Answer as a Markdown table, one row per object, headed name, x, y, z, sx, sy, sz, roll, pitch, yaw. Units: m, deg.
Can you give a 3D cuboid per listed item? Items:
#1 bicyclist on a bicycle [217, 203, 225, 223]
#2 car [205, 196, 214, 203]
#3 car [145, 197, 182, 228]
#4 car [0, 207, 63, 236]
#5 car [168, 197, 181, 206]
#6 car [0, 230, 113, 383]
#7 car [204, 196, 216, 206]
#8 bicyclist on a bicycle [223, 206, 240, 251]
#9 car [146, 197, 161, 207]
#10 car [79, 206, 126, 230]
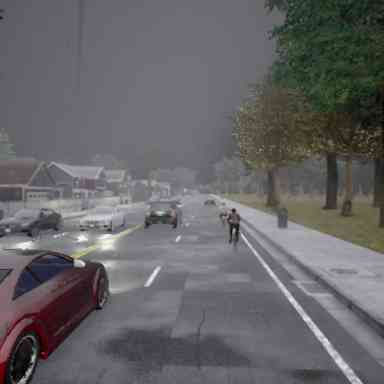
| name | x | y | z | sx | sy | sz | roll | pitch | yaw |
| --- | --- | --- | --- | --- | --- | --- | --- | --- | --- |
| bicyclist on a bicycle | 2.098 | 1.503 | 22.058 | 0.866 | 1.612 | 1.509 | 0 | 0 | 3 |
| car | 3.885 | 1.746 | 74.366 | 1.837 | 1.490 | 4.892 | 0 | 0 | 3 |
| car | -1.871 | 1.429 | 22.972 | 2.097 | 1.767 | 4.553 | 0 | 0 | 3 |
| car | -8.811 | 1.602 | 18.451 | 1.812 | 1.442 | 4.674 | 0 | 0 | 3 |
| car | -3.262 | 1.701 | 62.873 | 1.882 | 1.535 | 5.008 | 0 | 0 | 3 |
| car | -2.769 | 1.586 | 5.241 | 1.994 | 1.385 | 4.181 | 0 | 0 | 3 |
| car | 3.309 | 1.729 | 60.951 | 1.812 | 1.442 | 4.674 | 0 | 0 | 4 |
| bicyclist on a bicycle | 1.695 | 1.491 | 13.371 | 0.582 | 1.620 | 1.656 | 0 | 0 | 3 |
| car | -6.748 | 1.694 | 58.714 | 1.882 | 1.535 | 5.008 | 0 | 0 | 3 |
| car | -5.437 | 1.603 | 20.788 | 1.812 | 1.442 | 4.674 | 0 | 0 | 3 |
